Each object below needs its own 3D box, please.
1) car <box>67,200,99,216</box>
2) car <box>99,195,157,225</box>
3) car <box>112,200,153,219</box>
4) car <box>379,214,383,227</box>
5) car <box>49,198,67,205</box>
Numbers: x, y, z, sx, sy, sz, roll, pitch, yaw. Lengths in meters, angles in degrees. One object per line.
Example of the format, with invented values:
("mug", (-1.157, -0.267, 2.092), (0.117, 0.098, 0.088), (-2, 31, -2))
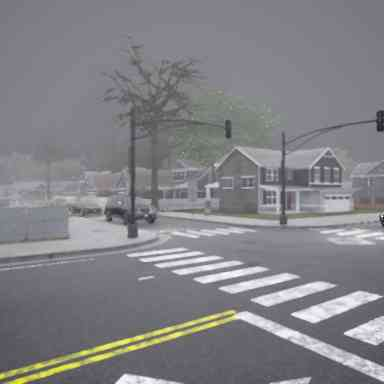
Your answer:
("car", (-10.553, 1.539, 33.119), (1.882, 1.535, 5.008), (0, 0, -35))
("car", (-4.708, 1.267, 24.865), (2.150, 2.045, 5.566), (0, 0, -35))
("car", (-5.667, 1.536, 31.318), (1.882, 1.535, 5.008), (0, 0, -35))
("car", (14.253, 1.626, 21.835), (4.718, 1.301, 1.895), (0, 0, -35))
("car", (-16.516, 1.584, 41.559), (1.837, 1.490, 4.892), (0, 0, -35))
